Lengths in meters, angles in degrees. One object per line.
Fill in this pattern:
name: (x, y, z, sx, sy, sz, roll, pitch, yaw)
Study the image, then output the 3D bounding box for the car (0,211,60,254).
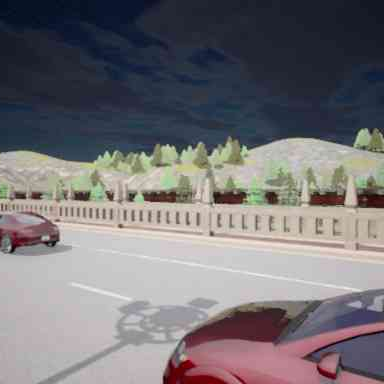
car: (-7.196, 1.512, 13.438, 4.674, 1.442, 1.812, 0, 0, 36)

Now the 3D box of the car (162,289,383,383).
car: (1.768, 1.565, 2.746, 4.181, 1.385, 1.994, 0, 0, 35)
